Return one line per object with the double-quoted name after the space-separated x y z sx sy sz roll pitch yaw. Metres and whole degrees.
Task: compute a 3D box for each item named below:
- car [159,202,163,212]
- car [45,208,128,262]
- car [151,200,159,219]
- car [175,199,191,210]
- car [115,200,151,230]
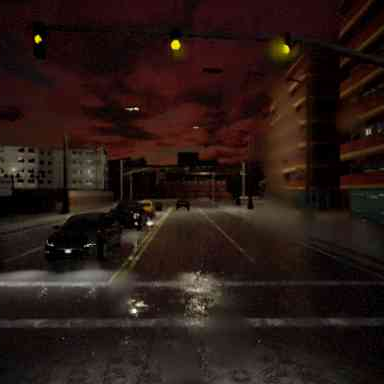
-4.636 1.721 40.912 1.994 1.385 4.181 0 0 -2 "car"
-3.846 1.556 12.510 1.837 1.490 4.892 0 0 -2 "car"
-4.402 1.598 30.889 1.882 1.535 5.008 0 0 -1 "car"
-1.245 1.679 46.304 1.837 1.490 4.892 0 0 -1 "car"
-4.153 1.438 21.711 2.097 1.767 4.553 0 0 -2 "car"
